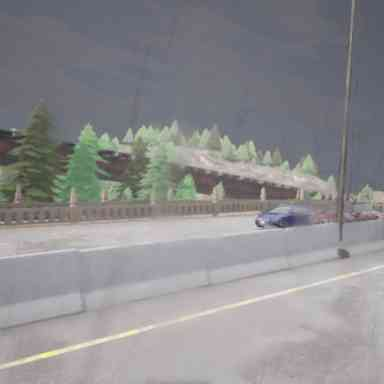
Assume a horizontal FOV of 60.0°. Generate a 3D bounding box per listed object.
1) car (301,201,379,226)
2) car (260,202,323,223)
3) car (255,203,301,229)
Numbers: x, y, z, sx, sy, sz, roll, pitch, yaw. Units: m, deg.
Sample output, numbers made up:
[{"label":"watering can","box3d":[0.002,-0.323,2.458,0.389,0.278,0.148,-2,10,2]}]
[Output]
[{"label":"car","box3d":[8.555,1.400,18.688,4.553,1.767,2.097,0,0,-35]},{"label":"car","box3d":[8.120,1.607,26.976,5.357,1.411,2.033,0,0,-35]},{"label":"car","box3d":[6.114,1.572,21.246,4.674,1.442,1.812,0,0,-35]}]
